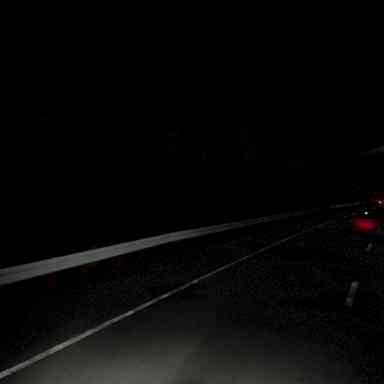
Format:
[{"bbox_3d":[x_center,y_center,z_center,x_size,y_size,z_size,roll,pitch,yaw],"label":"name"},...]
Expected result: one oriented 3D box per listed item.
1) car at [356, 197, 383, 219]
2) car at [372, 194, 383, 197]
[{"bbox_3d":[15.913,1.505,29.703,1.837,1.490,4.892,0,0,35],"label":"car"},{"bbox_3d":[21.937,1.221,38.272,2.150,2.045,5.566,0,0,35],"label":"car"}]
